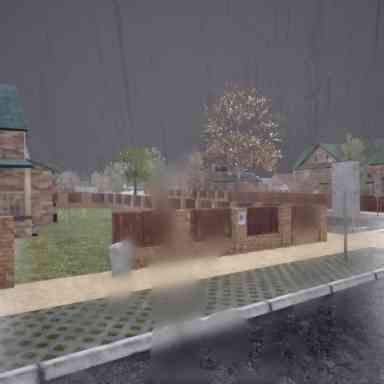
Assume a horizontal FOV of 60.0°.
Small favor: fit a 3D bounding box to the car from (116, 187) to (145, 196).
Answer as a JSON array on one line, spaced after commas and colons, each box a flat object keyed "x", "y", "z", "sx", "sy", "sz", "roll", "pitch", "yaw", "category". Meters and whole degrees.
[{"x": -9.462, "y": 0.237, "z": 52.508, "sx": 2.150, "sy": 2.045, "sz": 5.566, "roll": -2, "pitch": 2, "yaw": -34, "category": "car"}]

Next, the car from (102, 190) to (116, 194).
[{"x": -15.269, "y": 0.318, "z": 60.955, "sx": 2.128, "sy": 1.511, "sz": 4.902, "roll": -2, "pitch": 2, "yaw": -33, "category": "car"}]
